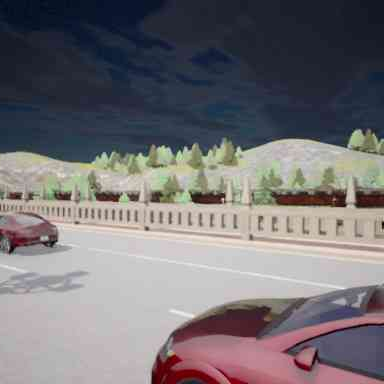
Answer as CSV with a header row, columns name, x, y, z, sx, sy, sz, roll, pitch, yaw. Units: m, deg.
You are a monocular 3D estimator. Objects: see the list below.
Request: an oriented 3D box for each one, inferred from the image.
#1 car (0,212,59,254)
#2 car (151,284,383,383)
name,x,y,z,sx,sy,sz,roll,pitch,yaw
car,-7.287,1.542,13.556,4.674,1.442,1.812,0,0,36
car,1.647,1.567,2.844,4.181,1.385,1.994,0,0,35
